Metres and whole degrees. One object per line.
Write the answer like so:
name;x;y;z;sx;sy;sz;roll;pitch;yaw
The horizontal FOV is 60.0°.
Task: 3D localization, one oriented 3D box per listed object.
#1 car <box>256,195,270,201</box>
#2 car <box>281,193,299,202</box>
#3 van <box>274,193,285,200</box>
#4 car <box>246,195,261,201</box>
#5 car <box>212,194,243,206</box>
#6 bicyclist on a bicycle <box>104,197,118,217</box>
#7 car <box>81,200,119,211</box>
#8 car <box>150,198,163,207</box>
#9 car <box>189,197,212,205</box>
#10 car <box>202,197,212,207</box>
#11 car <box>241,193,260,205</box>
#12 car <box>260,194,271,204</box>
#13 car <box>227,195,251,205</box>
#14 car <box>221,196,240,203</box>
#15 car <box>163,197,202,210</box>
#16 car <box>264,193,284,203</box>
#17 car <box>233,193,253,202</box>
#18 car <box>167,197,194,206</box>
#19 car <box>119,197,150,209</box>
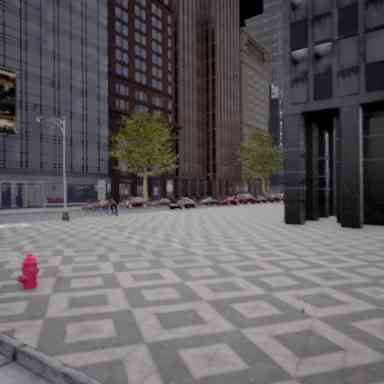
car;17.551;1.483;81.891;1.802;1.307;4.206;-1;0;35
car;21.357;1.136;72.402;2.192;1.841;5.009;-1;0;35
van;23.955;1.241;91.176;1.690;1.788;3.998;-1;0;35
car;14.348;1.475;77.251;1.947;1.339;4.313;-1;0;35
car;5.343;1.415;49.196;1.887;1.381;4.507;-1;0;35
bicyclist on a bicycle;-6.510;1.210;26.806;1.656;1.620;0.582;-1;0;35
car;-11.278;1.583;40.119;1.802;1.307;4.206;0;0;35
car;-4.872;1.552;49.401;1.802;1.307;4.206;-1;0;35
car;1.535;1.513;58.685;1.947;1.339;4.313;-1;0;35
car;2.482;1.426;49.669;1.812;1.442;4.674;-1;0;36
car;8.545;1.175;53.838;2.192;1.841;5.009;-1;0;35
car;11.749;1.416;58.477;1.947;1.339;4.313;-1;0;35
car;8.282;1.372;58.152;2.128;1.511;4.902;-1;0;35
car;7.941;1.472;67.968;1.887;1.381;4.507;-1;0;35
car;-1.062;1.463;39.913;1.947;1.339;4.313;-1;0;35
car;14.950;1.155;63.119;2.192;1.841;5.009;-1;0;35
car;11.142;1.233;72.610;2.192;1.841;5.009;-1;0;35
car;-1.766;1.484;53.902;1.752;1.417;4.829;-1;0;35
car;-8.076;1.424;44.760;1.967;1.590;4.097;0;0;35
